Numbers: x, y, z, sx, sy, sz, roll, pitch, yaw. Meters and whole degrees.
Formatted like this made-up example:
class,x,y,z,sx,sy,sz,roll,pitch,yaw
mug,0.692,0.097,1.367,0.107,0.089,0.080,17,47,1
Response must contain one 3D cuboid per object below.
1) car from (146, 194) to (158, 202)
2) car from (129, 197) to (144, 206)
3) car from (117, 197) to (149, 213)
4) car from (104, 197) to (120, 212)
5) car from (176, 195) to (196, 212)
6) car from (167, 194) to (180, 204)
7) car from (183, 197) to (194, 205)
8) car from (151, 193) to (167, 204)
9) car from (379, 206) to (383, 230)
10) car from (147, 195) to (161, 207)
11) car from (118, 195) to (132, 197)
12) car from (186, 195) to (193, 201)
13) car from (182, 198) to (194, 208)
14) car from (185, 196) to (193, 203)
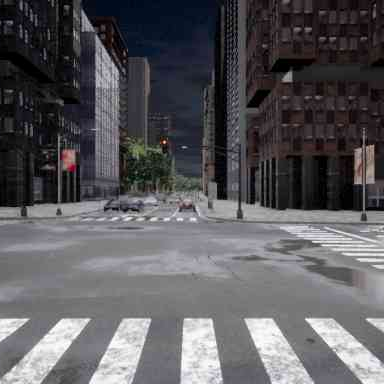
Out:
class,x,y,z,sx,sy,sz,roll,pitch,yaw
car,-9.213,1.411,76.999,2.192,1.841,5.009,0,0,0
car,-9.118,1.566,55.124,1.752,1.417,4.829,0,0,0
car,-6.372,1.548,36.711,2.033,1.411,5.357,0,0,0
car,-9.049,1.571,39.017,1.947,1.339,4.313,0,0,0
car,-0.524,1.445,39.051,1.967,1.590,4.097,0,0,0
car,-3.398,1.667,65.653,1.895,1.301,4.718,0,0,0
car,-0.617,1.599,60.750,1.887,1.381,4.507,0,0,0
car,-6.408,1.234,67.970,2.150,2.045,5.566,0,0,0
car,14.844,1.723,20.974,4.902,1.511,2.128,1,0,0
car,-6.434,1.560,52.494,1.812,1.442,4.674,0,0,0
car,-9.073,1.332,44.443,2.192,1.841,5.009,0,0,0
car,-0.758,1.689,93.300,1.887,1.381,4.507,0,0,0
car,-0.570,1.611,49.900,1.802,1.307,4.206,0,0,0
car,-0.665,1.607,71.770,1.752,1.417,4.829,0,0,0
